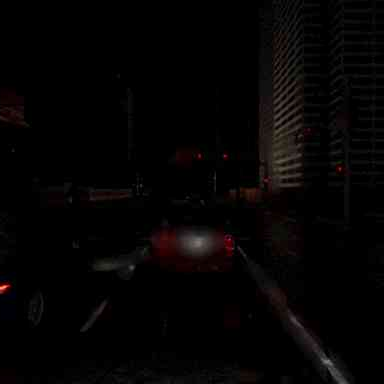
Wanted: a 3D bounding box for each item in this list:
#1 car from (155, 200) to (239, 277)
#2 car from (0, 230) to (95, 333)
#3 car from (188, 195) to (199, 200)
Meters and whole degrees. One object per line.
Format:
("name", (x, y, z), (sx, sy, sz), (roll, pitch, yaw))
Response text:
("car", (0.135, 1.293, 10.175), (2.097, 1.767, 4.553), (0, 0, 0))
("car", (-3.376, 1.485, 6.581), (1.812, 1.442, 4.674), (0, 0, 0))
("car", (0.321, 1.249, 60.123), (1.895, 1.301, 4.718), (0, 0, 0))
